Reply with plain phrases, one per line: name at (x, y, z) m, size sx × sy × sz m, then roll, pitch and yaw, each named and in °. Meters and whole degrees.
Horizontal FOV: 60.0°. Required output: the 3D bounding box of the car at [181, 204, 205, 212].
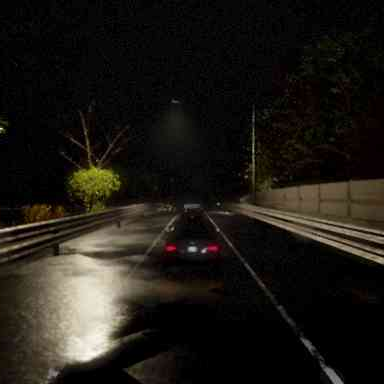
car at (0.050, 1.768, 28.959) m, size 2.128 × 1.511 × 4.902 m, roll 0°, pitch -1°, yaw 1°

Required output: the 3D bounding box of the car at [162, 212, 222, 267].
car at (0.025, 1.656, 11.724) m, size 2.033 × 1.411 × 5.357 m, roll 0°, pitch -1°, yaw 0°
